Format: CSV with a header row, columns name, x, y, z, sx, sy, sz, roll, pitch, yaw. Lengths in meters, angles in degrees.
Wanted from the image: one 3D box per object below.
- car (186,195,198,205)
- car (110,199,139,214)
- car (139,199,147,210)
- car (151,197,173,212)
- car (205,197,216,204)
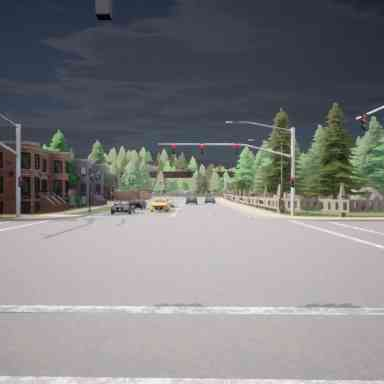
name,x,y,z,sx,sy,sz,roll,pitch,yaw
car,-0.064,1.352,60.148,2.097,1.767,4.553,0,0,0
car,-7.135,1.564,34.778,1.994,1.385,4.181,0,0,0
car,-7.133,1.601,43.531,1.895,1.301,4.718,0,0,0
car,-3.635,1.478,38.754,1.882,1.535,5.008,0,0,0
car,3.531,1.564,65.129,1.994,1.385,4.181,0,0,0
